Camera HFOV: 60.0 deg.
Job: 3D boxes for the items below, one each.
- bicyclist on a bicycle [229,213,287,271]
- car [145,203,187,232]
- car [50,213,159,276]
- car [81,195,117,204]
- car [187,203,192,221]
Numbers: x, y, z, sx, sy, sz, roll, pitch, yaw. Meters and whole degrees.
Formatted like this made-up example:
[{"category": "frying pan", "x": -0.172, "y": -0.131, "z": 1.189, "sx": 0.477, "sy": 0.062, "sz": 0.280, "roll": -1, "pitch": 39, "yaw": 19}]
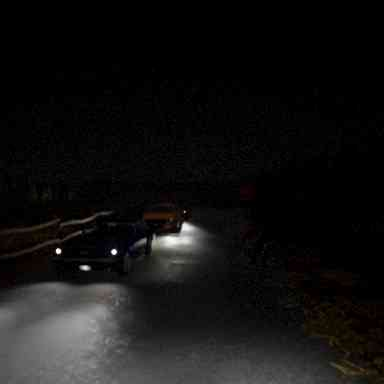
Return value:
[{"category": "bicyclist on a bicycle", "x": 1.868, "y": 1.430, "z": 9.462, "sx": 1.656, "sy": 1.620, "sz": 0.582, "roll": 0, "pitch": 0, "yaw": 5}, {"category": "car", "x": -1.685, "y": 1.427, "z": 20.031, "sx": 1.882, "sy": 1.535, "sz": 5.008, "roll": 0, "pitch": 0, "yaw": 5}, {"category": "car", "x": -2.484, "y": 1.573, "z": 10.483, "sx": 1.895, "sy": 1.301, "sz": 4.718, "roll": 0, "pitch": 0, "yaw": 5}, {"category": "car", "x": -12.329, "y": 1.237, "z": 43.955, "sx": 4.553, "sy": 1.767, "sz": 2.097, "roll": 0, "pitch": 0, "yaw": 7}, {"category": "car", "x": -1.069, "y": 1.533, "z": 26.727, "sx": 1.895, "sy": 1.301, "sz": 4.718, "roll": 0, "pitch": 0, "yaw": 5}]
